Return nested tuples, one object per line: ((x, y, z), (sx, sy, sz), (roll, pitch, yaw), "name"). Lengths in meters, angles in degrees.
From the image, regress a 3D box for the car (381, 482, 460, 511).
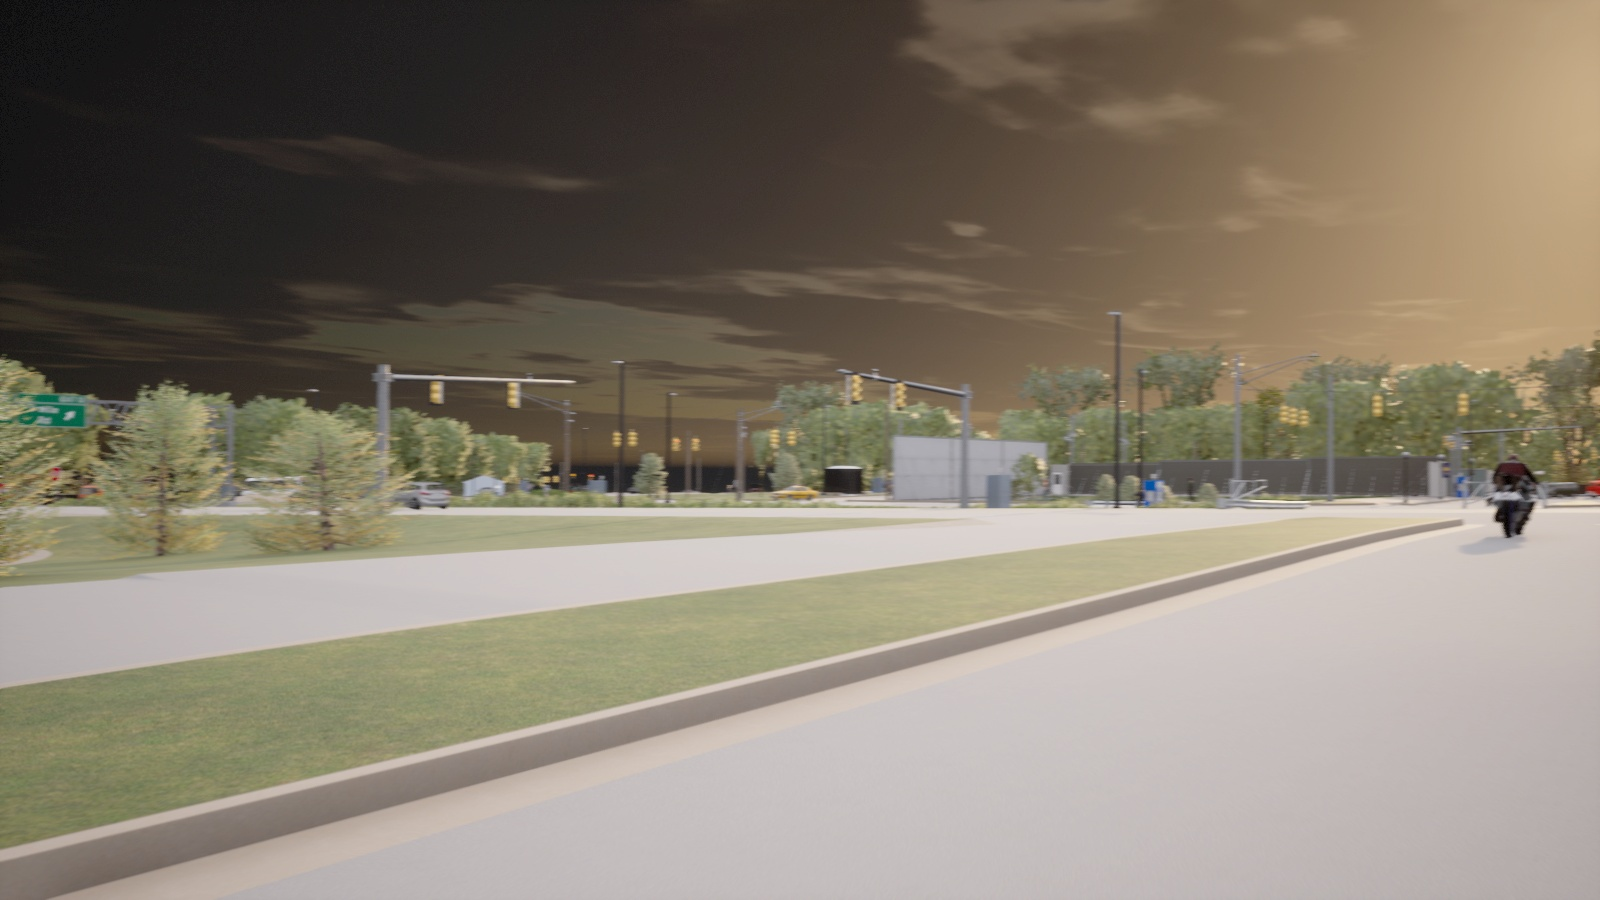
((-22.895, 2.782, 75.690), (4.611, 1.667, 2.242), (-2, -2, 36), "car")

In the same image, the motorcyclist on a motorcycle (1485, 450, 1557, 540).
((12.952, 0.785, 22.535), (0.866, 1.530, 2.191), (-1, -2, 36), "motorcyclist on a motorcycle")

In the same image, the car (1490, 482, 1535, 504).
((48.469, 2.911, 85.389), (2.033, 1.411, 5.357), (-2, -2, 36), "car")
